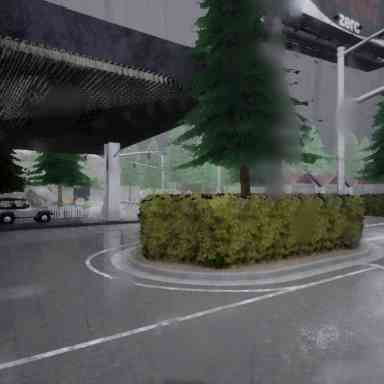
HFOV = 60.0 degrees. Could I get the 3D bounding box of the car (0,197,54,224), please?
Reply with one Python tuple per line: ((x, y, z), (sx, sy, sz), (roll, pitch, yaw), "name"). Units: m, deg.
((-11.986, 1.313, 23.463), (3.866, 1.878, 1.905), (0, 0, -36), "car")
